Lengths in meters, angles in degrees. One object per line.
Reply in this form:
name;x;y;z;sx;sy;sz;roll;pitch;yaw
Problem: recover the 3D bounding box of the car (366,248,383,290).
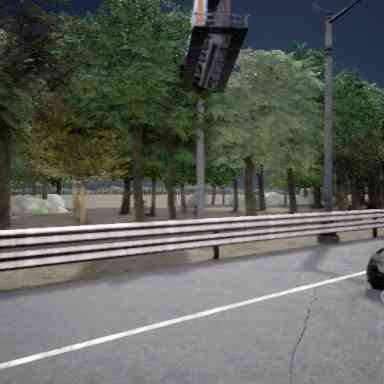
car;5.978;1.573;7.804;4.181;1.385;1.994;0;0;-34
